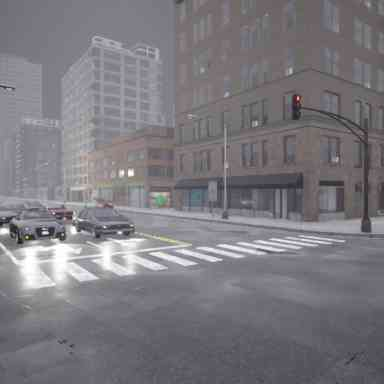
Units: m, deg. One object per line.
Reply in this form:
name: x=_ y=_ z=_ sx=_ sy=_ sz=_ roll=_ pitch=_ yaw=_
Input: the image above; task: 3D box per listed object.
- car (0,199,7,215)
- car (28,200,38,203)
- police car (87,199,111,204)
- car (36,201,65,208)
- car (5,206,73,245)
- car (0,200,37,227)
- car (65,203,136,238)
car: x=-20.542 y=1.553 z=34.553 sx=1.812 sy=1.442 sz=4.674 roll=0 pitch=0 yaw=-35
car: x=-16.578 y=1.573 z=34.540 sx=2.033 sy=1.411 sz=5.357 roll=0 pitch=0 yaw=-36
police car: x=-10.701 y=1.536 z=37.653 sx=2.038 sy=1.542 sz=4.974 roll=0 pitch=0 yaw=-35
car: x=-10.493 y=1.617 z=25.882 sx=1.895 sy=1.301 sz=4.718 roll=0 pitch=0 yaw=-35
car: x=-7.419 y=1.570 z=15.856 sx=1.994 sy=1.385 sz=4.181 roll=0 pitch=0 yaw=-35
car: x=-12.729 y=1.561 z=23.410 sx=2.033 sy=1.411 sz=5.357 roll=0 pitch=0 yaw=-35
car: x=-4.980 y=1.555 z=18.040 sx=2.033 sy=1.411 sz=5.357 roll=0 pitch=0 yaw=-35
